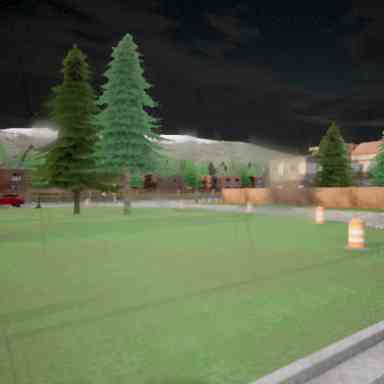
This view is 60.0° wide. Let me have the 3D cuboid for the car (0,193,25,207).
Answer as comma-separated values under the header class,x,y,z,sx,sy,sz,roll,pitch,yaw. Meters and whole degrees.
class,x,y,z,sx,sy,sz,roll,pitch,yaw
car,-26.981,1.199,47.585,5.566,2.045,2.150,0,0,-37
